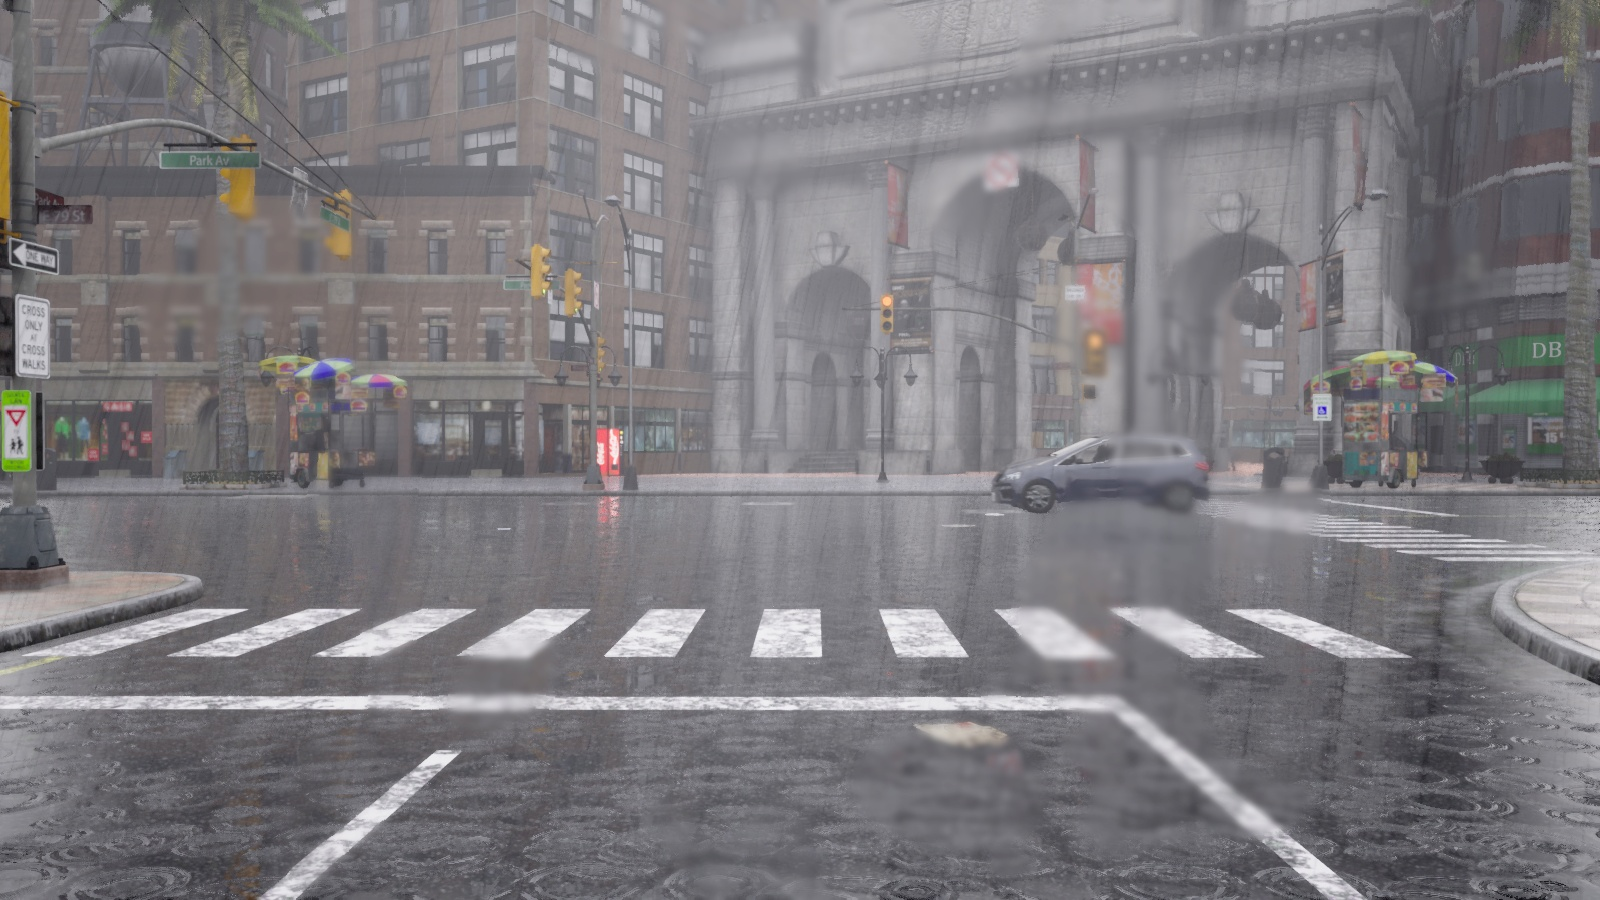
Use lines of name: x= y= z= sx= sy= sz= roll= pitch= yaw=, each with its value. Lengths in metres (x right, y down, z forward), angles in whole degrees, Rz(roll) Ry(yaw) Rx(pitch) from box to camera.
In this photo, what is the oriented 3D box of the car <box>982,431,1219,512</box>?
car: x=6.405 y=0.442 z=27.236 sx=4.611 sy=1.667 sz=2.242 roll=0 pitch=0 yaw=1
